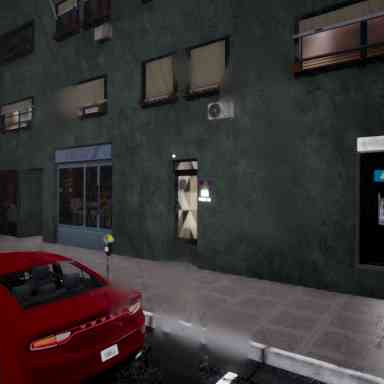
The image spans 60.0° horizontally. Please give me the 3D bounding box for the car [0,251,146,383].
[{"bbox_3d":[-2.676,1.544,4.772,4.507,1.381,1.887,0,0,35],"label":"car"}]
